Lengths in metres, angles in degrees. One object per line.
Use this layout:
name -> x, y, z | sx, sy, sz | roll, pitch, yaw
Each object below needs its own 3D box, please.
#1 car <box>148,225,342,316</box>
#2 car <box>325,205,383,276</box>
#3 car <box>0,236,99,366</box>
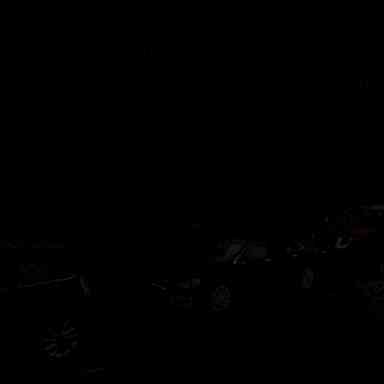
car -> 1.134, 1.580, 7.463 | 4.403, 1.369, 2.008 | 0, 0, -36
car -> 5.697, 1.375, 10.727 | 5.009, 1.841, 2.192 | 0, 0, -36
car -> -3.428, 1.438, 4.201 | 4.097, 1.590, 1.967 | 0, 0, -36
